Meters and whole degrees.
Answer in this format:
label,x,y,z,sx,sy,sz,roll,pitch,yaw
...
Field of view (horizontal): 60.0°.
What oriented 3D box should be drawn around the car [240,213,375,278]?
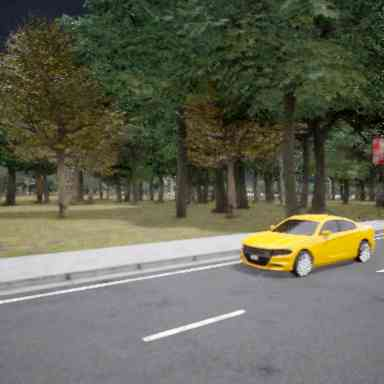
label,x,y,z,sx,sy,sz,roll,pitch,yaw
car,3.689,1.461,10.304,5.008,1.535,1.882,0,0,-35
